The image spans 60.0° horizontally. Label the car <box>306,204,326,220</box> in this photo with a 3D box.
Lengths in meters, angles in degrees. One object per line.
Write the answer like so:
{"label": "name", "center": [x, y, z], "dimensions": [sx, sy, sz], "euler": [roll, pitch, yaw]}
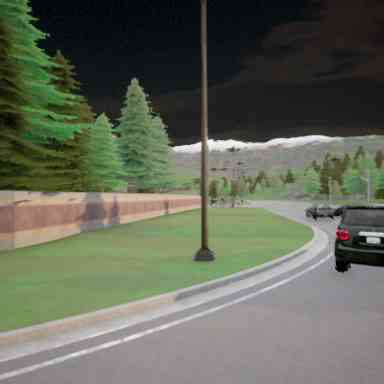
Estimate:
{"label": "car", "center": [12.409, 1.913, 32.433], "dimensions": [2.128, 1.511, 4.902], "euler": [0, -1, 8]}

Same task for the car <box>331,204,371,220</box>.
{"label": "car", "center": [16.229, 1.974, 34.288], "dimensions": [2.033, 1.411, 5.357], "euler": [0, -1, 6]}

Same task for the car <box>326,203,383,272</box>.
{"label": "car", "center": [6.134, 1.353, 10.757], "dimensions": [2.150, 2.045, 5.566], "euler": [0, -1, 34]}
